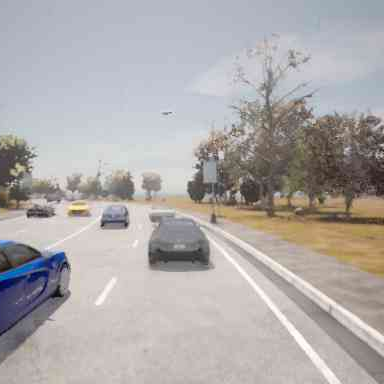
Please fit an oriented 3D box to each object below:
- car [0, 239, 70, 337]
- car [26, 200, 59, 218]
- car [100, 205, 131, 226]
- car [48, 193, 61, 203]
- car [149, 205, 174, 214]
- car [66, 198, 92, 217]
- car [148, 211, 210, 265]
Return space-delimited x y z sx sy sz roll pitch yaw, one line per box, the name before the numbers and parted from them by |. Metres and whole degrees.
car | -3.630 1.504 5.552 1.882 1.535 5.008 0 0 -2
car | -14.289 1.722 31.601 1.895 1.301 4.718 0 0 -13
car | -5.491 1.639 24.051 2.033 1.411 5.357 0 0 -9
car | -28.724 1.319 69.496 2.150 2.045 5.566 0 0 -28
car | -2.610 1.703 27.893 1.895 1.301 4.718 0 0 -10
car | -11.000 1.601 32.759 1.882 1.535 5.008 0 0 -13
car | -0.512 1.608 11.928 1.994 1.385 4.181 0 0 -4
